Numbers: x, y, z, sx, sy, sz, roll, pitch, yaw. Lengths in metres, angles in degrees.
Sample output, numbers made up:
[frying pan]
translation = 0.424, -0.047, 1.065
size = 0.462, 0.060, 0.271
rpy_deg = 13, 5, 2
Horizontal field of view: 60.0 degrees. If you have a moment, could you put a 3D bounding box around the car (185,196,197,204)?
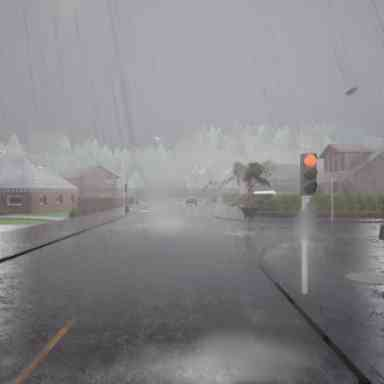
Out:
[car]
translation = -0.105, 1.499, 61.315
size = 1.837, 1.490, 4.892
rpy_deg = 0, 0, 0
